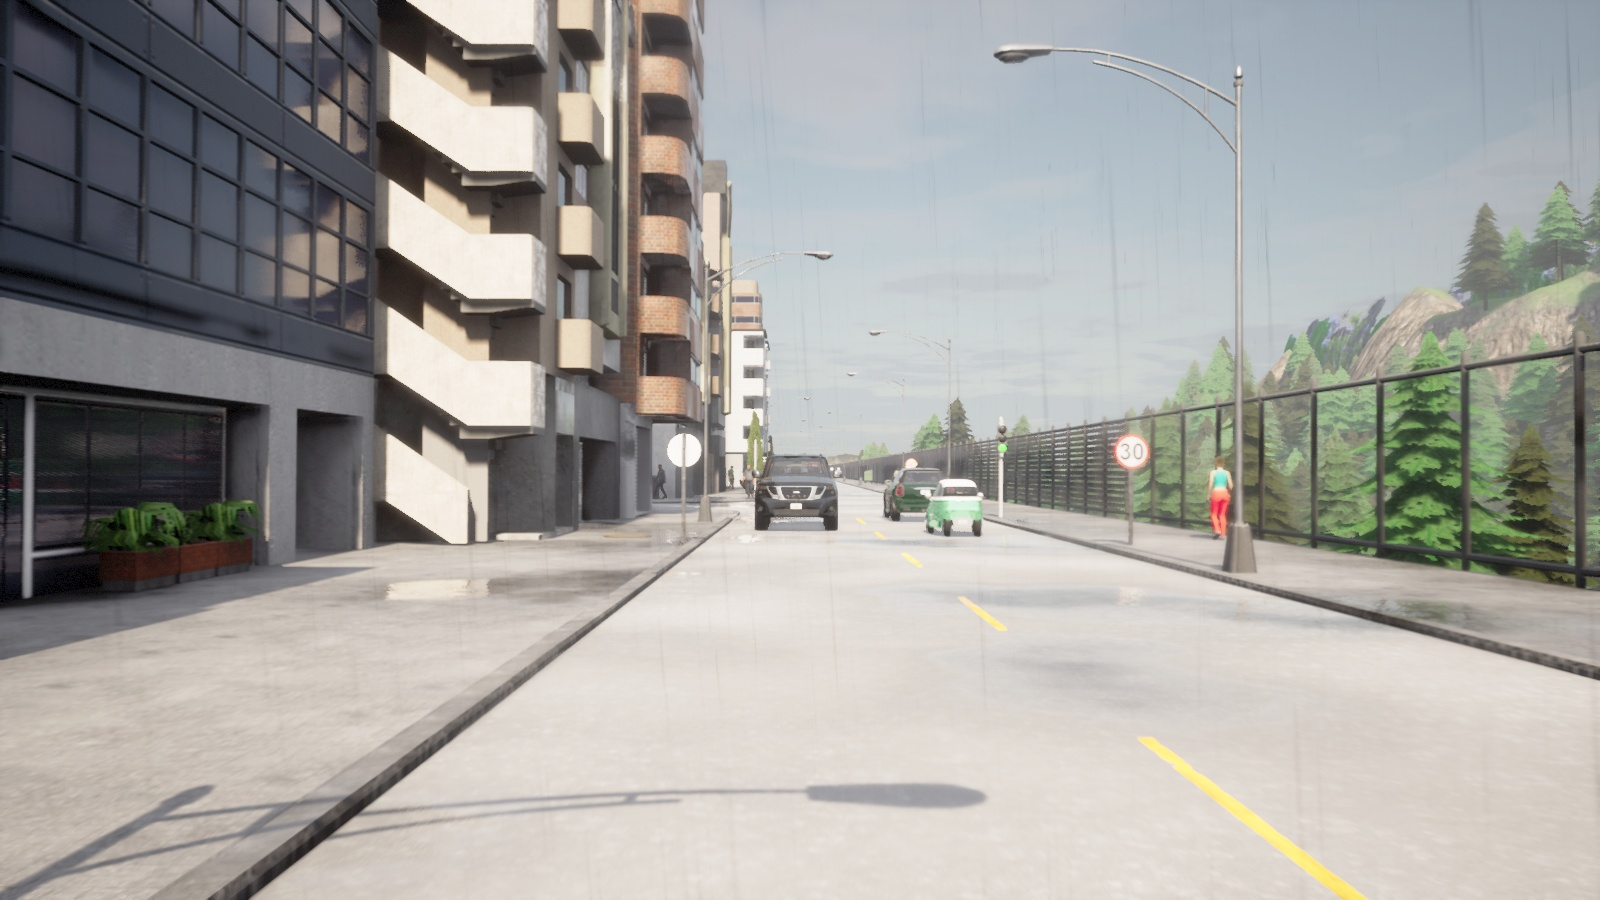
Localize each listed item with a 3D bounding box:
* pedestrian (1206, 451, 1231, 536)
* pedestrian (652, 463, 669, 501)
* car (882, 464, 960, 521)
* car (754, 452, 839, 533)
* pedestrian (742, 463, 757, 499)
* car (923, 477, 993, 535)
[{"bbox_3d":[9.133,0.947,27.414,0.345,1.836,0.594,0,-1,-1],"label":"pedestrian"},{"bbox_3d":[-7.320,1.665,65.772,0.788,1.949,0.423,0,-1,-20],"label":"pedestrian"},{"bbox_3d":[3.891,1.347,41.208,2.097,1.767,4.553,0,-1,0],"label":"car"},{"bbox_3d":[-0.081,1.111,34.500,2.150,2.045,5.566,0,-1,0],"label":"car"},{"bbox_3d":[-2.591,1.607,64.639,0.540,1.848,0.694,-1,-1,17],"label":"pedestrian"},{"bbox_3d":[3.918,1.379,31.396,1.481,1.376,2.207,0,-1,0],"label":"car"}]
